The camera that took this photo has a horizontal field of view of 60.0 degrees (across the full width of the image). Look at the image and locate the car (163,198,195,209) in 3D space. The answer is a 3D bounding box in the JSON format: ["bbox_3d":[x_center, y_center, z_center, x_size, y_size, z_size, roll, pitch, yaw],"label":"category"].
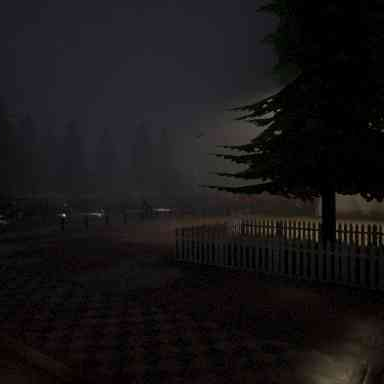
[{"bbox_3d":[-1.653,1.547,45.656,2.033,1.411,5.357,0,0,36],"label":"car"}]

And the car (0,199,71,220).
[{"bbox_3d":[-13.668,1.547,28.831,2.033,1.411,5.357,0,0,35],"label":"car"}]

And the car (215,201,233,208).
[{"bbox_3d":[5.157,1.564,48.940,1.994,1.385,4.181,0,0,35],"label":"car"}]

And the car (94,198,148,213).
[{"bbox_3d":[-7.822,1.547,37.028,2.033,1.411,5.357,0,0,35],"label":"car"}]

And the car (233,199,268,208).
[{"bbox_3d":[8.425,1.221,47.423,2.150,2.045,5.566,0,0,36],"label":"car"}]

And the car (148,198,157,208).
[{"bbox_3d":[-6.608,1.526,44.753,1.812,1.442,4.674,0,0,36],"label":"car"}]

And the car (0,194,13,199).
[{"bbox_3d":[-18.155,1.222,28.566,2.150,2.045,5.566,0,0,35],"label":"car"}]

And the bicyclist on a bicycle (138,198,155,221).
[{"bbox_3d":[-3.363,1.302,24.363,1.656,1.620,0.582,0,0,35],"label":"bicyclist on a bicycle"}]

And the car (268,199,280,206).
[{"bbox_3d":[14.335,1.547,55.724,2.033,1.411,5.357,0,0,36],"label":"car"}]

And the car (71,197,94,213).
[{"bbox_3d":[-12.554,1.352,36.419,2.097,1.767,4.553,0,0,36],"label":"car"}]
